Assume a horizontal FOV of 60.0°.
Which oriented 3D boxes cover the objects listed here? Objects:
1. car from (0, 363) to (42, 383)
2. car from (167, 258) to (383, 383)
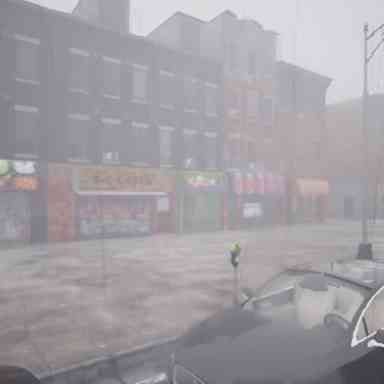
[{"bbox_3d":[-2.665,1.549,0.914,4.313,1.339,1.947,1,-1,-35],"label":"car"},{"bbox_3d":[1.776,1.587,4.076,4.403,1.369,2.008,1,-1,-35],"label":"car"}]
